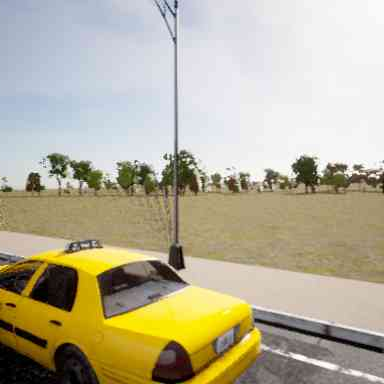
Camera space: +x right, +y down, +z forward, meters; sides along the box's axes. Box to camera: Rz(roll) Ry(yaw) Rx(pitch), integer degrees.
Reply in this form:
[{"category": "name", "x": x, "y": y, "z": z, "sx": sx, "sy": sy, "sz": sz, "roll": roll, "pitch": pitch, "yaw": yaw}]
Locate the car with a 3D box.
[{"category": "car", "x": -1.749, "y": 1.456, "z": 4.810, "sx": 5.366, "sy": 1.575, "sz": 1.801, "roll": 0, "pitch": 0, "yaw": 35}]
